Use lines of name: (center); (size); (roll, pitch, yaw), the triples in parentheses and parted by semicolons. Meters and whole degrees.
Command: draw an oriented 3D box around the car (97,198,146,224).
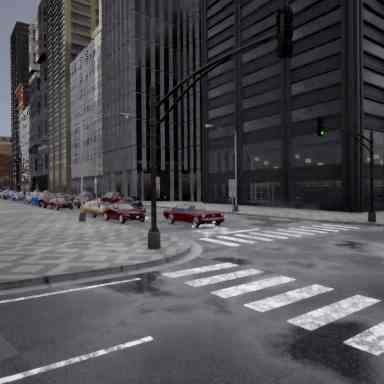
car: (-4.954, 1.416, 24.035); (1.887, 1.381, 4.507); (0, 1, -36)

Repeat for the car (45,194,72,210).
car: (-14.852, 1.275, 37.701); (1.887, 1.381, 4.507); (0, 1, -36)

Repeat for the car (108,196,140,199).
car: (-5.773, 1.362, 29.872); (1.994, 1.385, 4.181); (-1, 1, -35)

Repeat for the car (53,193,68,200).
car: (-27.741, 0.853, 70.030); (1.887, 1.381, 4.507); (0, 1, -36)

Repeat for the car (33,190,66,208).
car: (-18.151, 0.995, 42.254); (2.192, 1.841, 5.009); (0, 1, -36)

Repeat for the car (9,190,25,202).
car: (-31.348, 0.902, 60.477); (1.967, 1.590, 4.097); (0, 1, -36)

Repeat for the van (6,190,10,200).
van: (-34.647, 0.746, 65.031); (1.690, 1.788, 3.998); (0, 1, -36)

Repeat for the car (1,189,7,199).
car: (-37.947, 0.663, 69.586); (2.192, 1.841, 5.009); (0, 1, -36)

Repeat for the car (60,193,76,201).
car: (-24.442, 0.947, 65.476); (1.802, 1.307, 4.206); (0, 1, -36)

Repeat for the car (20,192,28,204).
car: (-24.751, 1.125, 51.367); (2.008, 1.369, 4.403); (0, 1, -36)

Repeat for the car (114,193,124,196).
car: (-7.946, 1.199, 42.700); (1.947, 1.339, 4.313); (0, 1, -36)

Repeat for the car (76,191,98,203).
car: (-17.843, 0.792, 56.363); (2.192, 1.841, 5.009); (0, 1, -36)

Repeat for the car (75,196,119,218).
car: (-8.154, 1.352, 28.452); (1.752, 1.417, 4.829); (0, 1, -36)

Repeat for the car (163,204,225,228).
car: (0.057, 1.479, 21.768); (1.895, 1.301, 4.718); (-1, 1, -35)

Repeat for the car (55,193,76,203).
car: (-21.865, 0.968, 57.356); (2.128, 1.511, 4.902); (-1, 1, -36)

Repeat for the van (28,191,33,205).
van: (-21.450, 0.969, 46.810); (1.690, 1.788, 3.998); (0, 1, -36)

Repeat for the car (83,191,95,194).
car: (-15.863, 1.065, 49.154); (2.128, 1.511, 4.902); (-1, 1, -35)

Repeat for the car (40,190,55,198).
car: (-34.338, 0.508, 79.138); (2.192, 1.841, 5.009); (0, 1, -36)

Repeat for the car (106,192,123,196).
car: (-11.245, 0.898, 47.253); (2.192, 1.841, 5.009); (0, 1, -36)

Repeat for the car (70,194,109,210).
car: (-11.916, 1.257, 38.336); (2.033, 1.411, 5.357); (-1, 1, -37)
